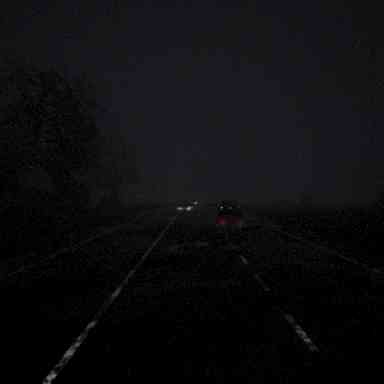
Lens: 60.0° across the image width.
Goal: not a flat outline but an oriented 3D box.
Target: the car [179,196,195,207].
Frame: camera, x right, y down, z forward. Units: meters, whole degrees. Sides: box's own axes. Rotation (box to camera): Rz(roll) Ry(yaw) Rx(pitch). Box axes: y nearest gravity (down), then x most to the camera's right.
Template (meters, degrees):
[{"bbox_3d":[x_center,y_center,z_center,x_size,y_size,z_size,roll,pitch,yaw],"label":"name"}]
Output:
[{"bbox_3d":[-1.202,1.922,60.134,1.882,1.535,5.008,-1,0,7],"label":"car"}]

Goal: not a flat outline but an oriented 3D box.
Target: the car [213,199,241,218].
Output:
[{"bbox_3d":[3.568,1.546,33.128,2.097,1.767,4.553,-1,0,0],"label":"car"}]

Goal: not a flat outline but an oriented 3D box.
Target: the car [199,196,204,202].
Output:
[{"bbox_3d":[3.720,2.162,92.396,1.994,1.385,4.181,-1,0,0],"label":"car"}]

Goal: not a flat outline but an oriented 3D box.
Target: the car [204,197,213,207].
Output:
[{"bbox_3d":[3.635,1.942,59.426,1.994,1.385,4.181,-1,0,0],"label":"car"}]

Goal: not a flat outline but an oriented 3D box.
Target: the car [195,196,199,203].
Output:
[{"bbox_3d":[0.213,1.989,90.639,2.097,1.767,4.553,-1,0,0],"label":"car"}]
